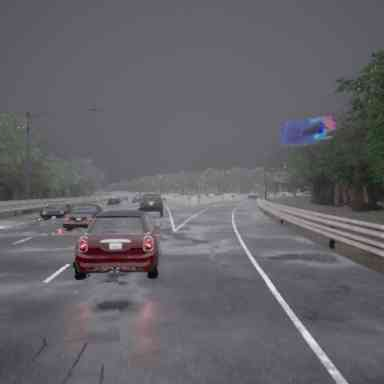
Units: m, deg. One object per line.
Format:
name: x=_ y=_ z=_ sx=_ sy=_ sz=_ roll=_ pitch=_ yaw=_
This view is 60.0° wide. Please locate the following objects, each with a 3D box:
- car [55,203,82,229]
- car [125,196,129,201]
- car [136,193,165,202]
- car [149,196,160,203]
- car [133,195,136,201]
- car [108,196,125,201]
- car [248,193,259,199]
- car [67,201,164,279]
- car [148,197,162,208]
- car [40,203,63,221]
car: x=-6.248 y=1.505 z=20.211 sx=2.033 sy=1.411 sz=5.357 roll=0 pitch=0 yaw=-5
car: x=-16.909 y=1.625 z=83.766 sx=2.033 sy=1.411 sz=5.357 roll=0 pitch=0 yaw=-9
car: x=-3.806 y=1.179 z=31.836 sx=2.150 sy=2.045 sz=5.566 roll=0 pitch=-1 yaw=-5
car: x=-8.103 y=1.562 z=71.489 sx=2.128 sy=1.511 sz=4.902 roll=0 pitch=0 yaw=-8
car: x=-11.425 y=1.385 z=70.385 sx=2.097 sy=1.767 sz=4.553 roll=0 pitch=0 yaw=-8
car: x=-13.266 y=1.466 z=57.423 sx=1.882 sy=1.535 sz=5.008 roll=0 pitch=0 yaw=-7
car: x=16.047 y=1.129 z=87.194 sx=1.882 sy=1.535 sz=5.008 roll=0 pitch=0 yaw=24
car: x=-2.027 y=1.331 z=10.192 sx=2.097 sy=1.767 sz=4.553 roll=0 pitch=0 yaw=-5
car: x=-5.406 y=1.519 z=48.767 sx=2.033 sy=1.411 sz=5.357 roll=0 pitch=0 yaw=-6
car: x=-10.268 y=1.547 z=26.410 sx=1.895 sy=1.301 sz=4.718 roll=0 pitch=0 yaw=-5
